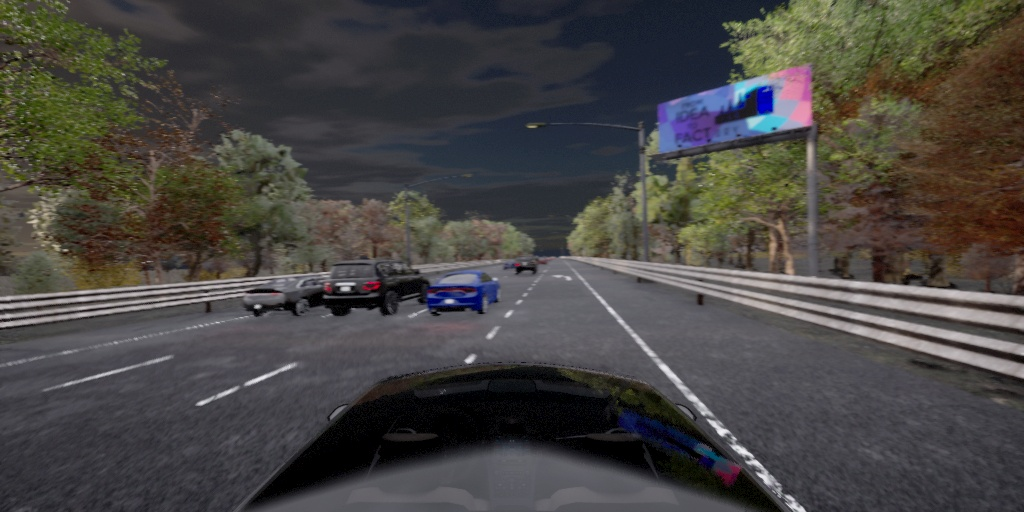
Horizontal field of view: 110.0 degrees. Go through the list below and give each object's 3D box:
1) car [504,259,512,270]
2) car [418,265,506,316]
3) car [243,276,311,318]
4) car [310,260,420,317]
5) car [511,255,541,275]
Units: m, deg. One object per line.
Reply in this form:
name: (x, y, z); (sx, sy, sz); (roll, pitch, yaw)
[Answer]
car: (0.023, 1.169, 53.773); (2.097, 1.767, 4.553); (-2, 0, 8)
car: (-1.688, 1.299, 13.970); (1.882, 1.535, 5.008); (-2, 0, 8)
car: (-8.611, 1.571, 14.997); (2.128, 1.511, 4.902); (-2, 0, 8)
car: (-5.154, 1.172, 14.525); (2.150, 2.045, 5.566); (-2, 0, 8)
car: (1.664, 0.946, 39.489); (2.150, 2.045, 5.566); (-2, 0, 8)
